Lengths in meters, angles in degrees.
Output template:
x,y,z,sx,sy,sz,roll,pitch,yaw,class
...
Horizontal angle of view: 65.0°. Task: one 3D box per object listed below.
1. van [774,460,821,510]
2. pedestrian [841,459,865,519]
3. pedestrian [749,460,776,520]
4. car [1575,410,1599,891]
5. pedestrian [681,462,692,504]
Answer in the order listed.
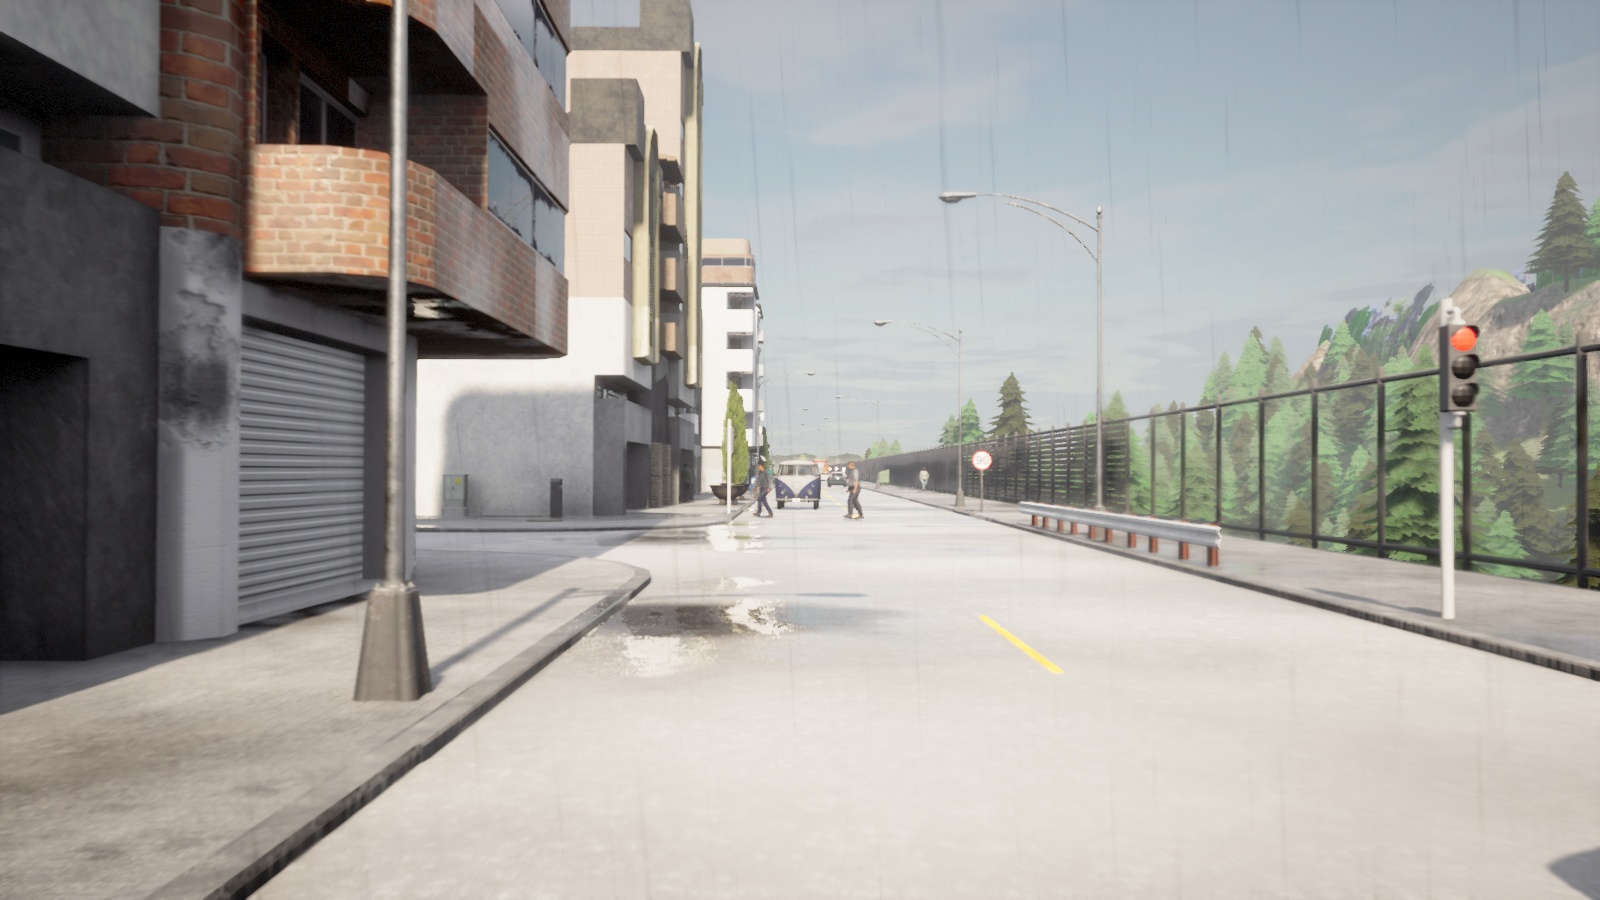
x,y,z,sx,sy,sz,roll,pitch,yaw,class
-0.046,1.441,52.147,1.775,1.987,4.442,0,-1,2,van
1.639,1.219,39.053,0.694,1.848,0.540,0,-1,-1,pedestrian
-1.230,1.314,41.251,0.788,1.949,0.423,0,-1,-25,pedestrian
3.993,0.698,2.465,2.097,1.767,4.553,0,-1,0,car
-5.197,1.508,57.520,0.423,1.949,0.788,0,-1,-8,pedestrian
